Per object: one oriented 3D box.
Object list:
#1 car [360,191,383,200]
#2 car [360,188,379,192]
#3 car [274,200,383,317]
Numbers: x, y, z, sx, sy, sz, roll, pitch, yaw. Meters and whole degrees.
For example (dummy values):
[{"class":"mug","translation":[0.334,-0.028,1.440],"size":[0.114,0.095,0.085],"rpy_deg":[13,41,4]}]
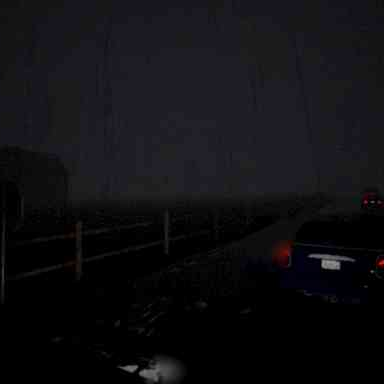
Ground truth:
[{"class":"car","translation":[18.212,0.967,33.545],"size":[2.033,1.411,5.357],"rpy_deg":[0,1,28]},{"class":"car","translation":[22.941,0.494,42.811],"size":[2.150,2.045,5.566],"rpy_deg":[0,1,26]},{"class":"car","translation":[3.441,1.220,7.471],"size":[2.097,1.767,4.553],"rpy_deg":[0,1,31]}]
